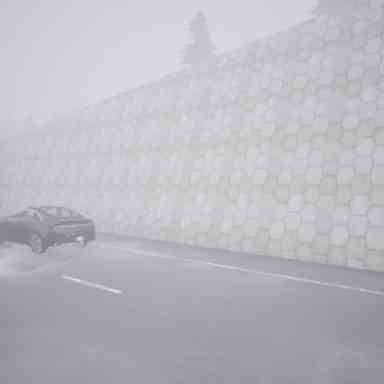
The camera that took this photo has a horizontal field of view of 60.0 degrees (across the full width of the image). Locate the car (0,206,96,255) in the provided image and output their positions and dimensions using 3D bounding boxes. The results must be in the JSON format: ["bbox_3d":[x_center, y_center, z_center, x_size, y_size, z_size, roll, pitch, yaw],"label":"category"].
[{"bbox_3d":[-5.639,1.266,12.295,4.902,1.511,2.128,1,1,35],"label":"car"}]
